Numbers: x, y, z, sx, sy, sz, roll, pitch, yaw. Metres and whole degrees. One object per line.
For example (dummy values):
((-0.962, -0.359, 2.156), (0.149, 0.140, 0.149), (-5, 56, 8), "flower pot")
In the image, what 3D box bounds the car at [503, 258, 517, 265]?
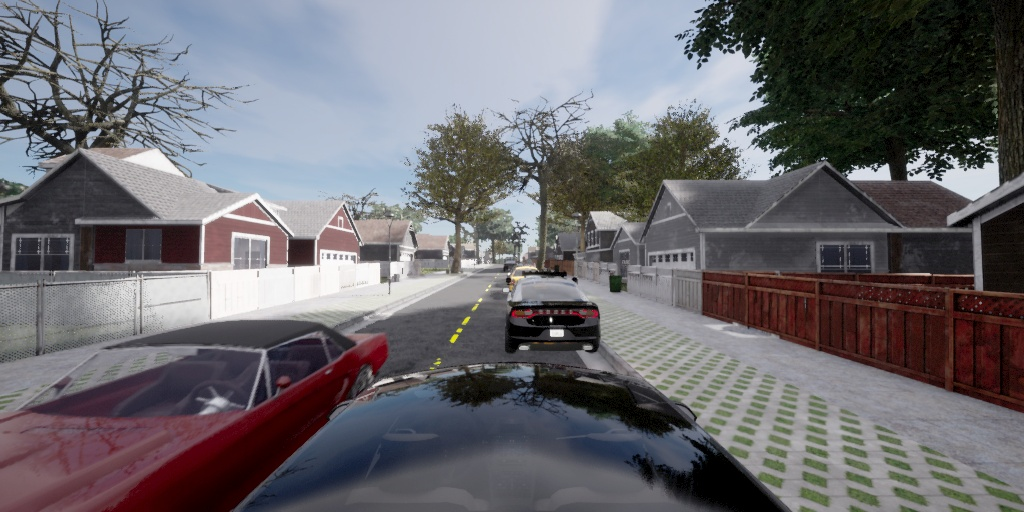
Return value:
((-0.202, 1.345, 49.559), (1.882, 1.535, 5.008), (0, 0, 0), "car")

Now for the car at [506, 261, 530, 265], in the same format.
((0.737, 1.221, 19.098), (1.801, 1.575, 5.366), (0, 0, 0), "car")

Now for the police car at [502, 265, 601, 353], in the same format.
((0.791, 1.181, 9.011), (1.930, 1.638, 5.238), (0, 0, 0), "police car")

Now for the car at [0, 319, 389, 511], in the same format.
((-2.756, 1.352, 3.130), (1.895, 1.301, 4.718), (0, 0, 0), "car")
